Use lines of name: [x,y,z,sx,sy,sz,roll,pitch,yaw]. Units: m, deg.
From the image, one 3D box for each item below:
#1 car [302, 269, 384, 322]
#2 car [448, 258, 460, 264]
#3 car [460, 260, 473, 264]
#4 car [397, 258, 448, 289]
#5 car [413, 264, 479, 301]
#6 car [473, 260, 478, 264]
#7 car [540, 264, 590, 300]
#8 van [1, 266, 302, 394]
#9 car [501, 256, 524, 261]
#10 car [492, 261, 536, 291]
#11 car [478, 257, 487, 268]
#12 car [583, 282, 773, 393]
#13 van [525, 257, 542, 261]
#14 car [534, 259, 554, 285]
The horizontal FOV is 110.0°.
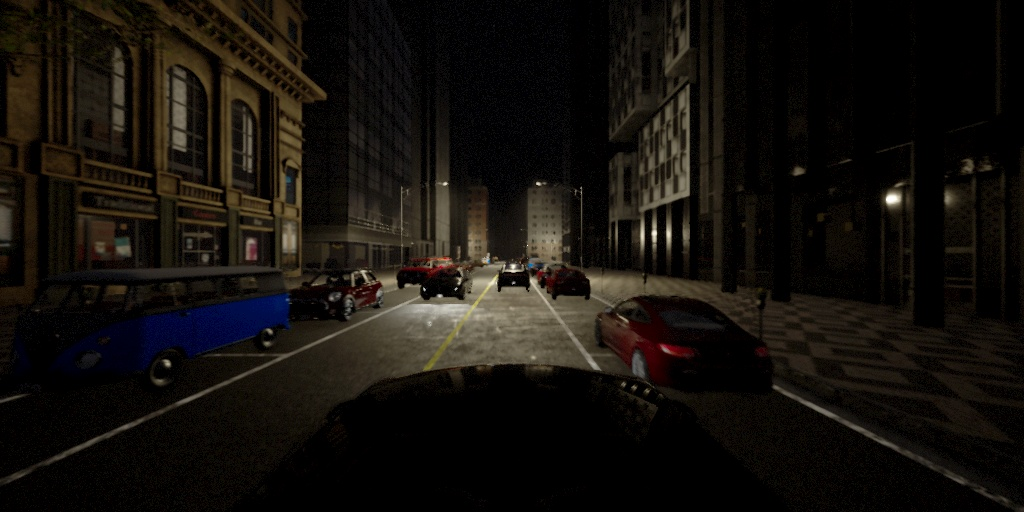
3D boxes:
car: [-5.862,1.190,12.092,1.967,1.591,4.097,0,0,0]
car: [-5.870,1.067,29.010,2.192,1.841,5.009,0,0,0]
car: [-5.875,1.201,40.289,1.967,1.591,4.097,0,0,0]
car: [-5.868,1.066,23.371,2.192,1.841,5.009,0,0,0]
car: [-3.028,1.299,17.717,2.033,1.411,5.357,0,0,0]
car: [-5.878,1.209,45.927,1.967,1.591,4.097,0,0,0]
car: [2.661,1.297,17.722,1.888,1.381,4.507,0,0,0]
van: [-5.860,1.091,6.452,1.690,1.789,3.998,0,0,0]
car: [0.081,1.120,44.675,2.097,1.767,4.553,0,0,0]
car: [0.091,1.243,21.773,2.128,1.511,4.902,0,0,0]
car: [-5.889,1.334,62.639,1.751,1.417,4.829,0,0,1]
car: [2.666,1.333,6.444,1.802,1.307,4.207,0,0,0]
van: [2.650,1.103,40.277,1.690,1.789,3.998,0,0,0]
car: [2.658,1.192,23.361,1.967,1.591,4.097,0,0,0]
